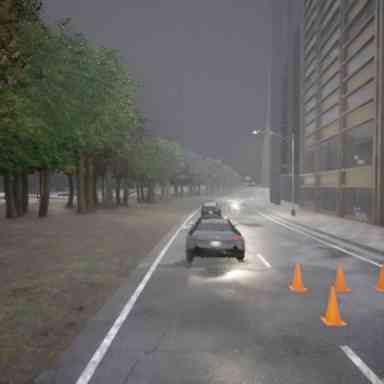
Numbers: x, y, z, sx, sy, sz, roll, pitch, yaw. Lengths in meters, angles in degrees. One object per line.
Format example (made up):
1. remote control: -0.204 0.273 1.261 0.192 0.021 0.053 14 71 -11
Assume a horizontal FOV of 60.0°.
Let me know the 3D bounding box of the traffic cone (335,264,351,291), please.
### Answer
1. traffic cone: 3.486 1.984 7.816 0.340 0.580 0.340 0 0 1

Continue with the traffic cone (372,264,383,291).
1. traffic cone: 4.486 1.989 7.806 0.340 0.580 0.340 0 0 1

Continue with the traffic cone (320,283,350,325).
1. traffic cone: 2.468 1.976 5.824 0.340 0.580 0.340 0 0 1

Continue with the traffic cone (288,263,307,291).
1. traffic cone: 2.487 1.980 7.824 0.340 0.580 0.340 0 0 1

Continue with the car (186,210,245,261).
1. car: 0.814 1.590 12.411 1.994 1.385 4.181 0 0 2

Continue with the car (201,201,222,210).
1. car: 1.758 1.556 30.621 1.812 1.442 4.674 0 0 4

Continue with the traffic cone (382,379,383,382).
1. traffic cone: 2.450 1.973 3.824 0.340 0.580 0.340 0 0 1
